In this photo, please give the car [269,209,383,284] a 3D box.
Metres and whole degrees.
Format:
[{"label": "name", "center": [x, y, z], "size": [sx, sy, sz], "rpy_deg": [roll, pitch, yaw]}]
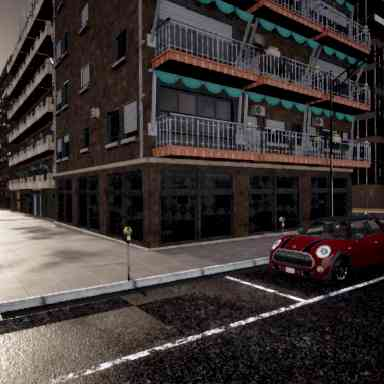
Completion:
[{"label": "car", "center": [4.078, 1.439, 9.500], "size": [4.097, 1.590, 1.967], "rpy_deg": [0, -1, -36]}]
